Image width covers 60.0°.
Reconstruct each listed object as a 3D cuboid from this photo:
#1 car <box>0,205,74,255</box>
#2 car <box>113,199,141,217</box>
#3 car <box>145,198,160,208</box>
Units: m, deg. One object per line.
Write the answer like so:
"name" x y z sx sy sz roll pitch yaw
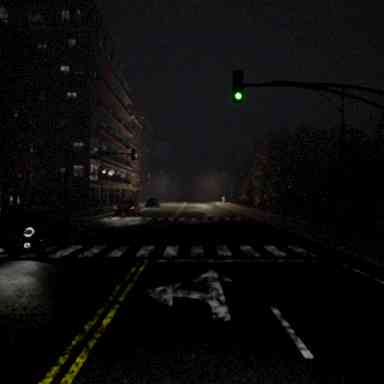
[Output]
"car" -6.527 1.443 13.568 2.097 1.767 4.553 0 -1 0
"car" -6.564 1.546 33.991 2.097 1.767 4.553 0 -1 0
"car" -6.607 1.713 55.478 2.097 1.767 4.553 0 -1 0
